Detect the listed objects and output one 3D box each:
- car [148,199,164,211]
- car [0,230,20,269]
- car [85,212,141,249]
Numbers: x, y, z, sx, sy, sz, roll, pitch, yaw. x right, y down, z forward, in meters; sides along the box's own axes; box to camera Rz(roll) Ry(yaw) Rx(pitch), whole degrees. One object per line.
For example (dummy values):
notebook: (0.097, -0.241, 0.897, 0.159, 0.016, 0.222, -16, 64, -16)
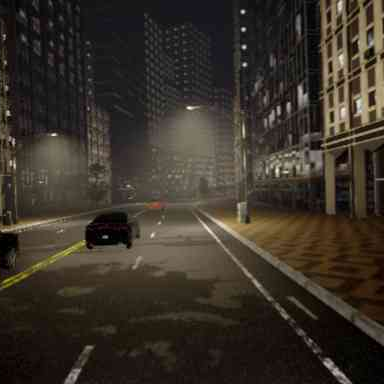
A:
car: (-5.044, 1.710, 46.995, 2.097, 1.767, 4.553, -2, 0, -2)
car: (-6.738, 1.758, 9.343, 1.882, 1.535, 5.008, -2, 0, -3)
car: (-3.589, 1.666, 15.767, 1.882, 1.535, 5.008, -2, 0, -3)
